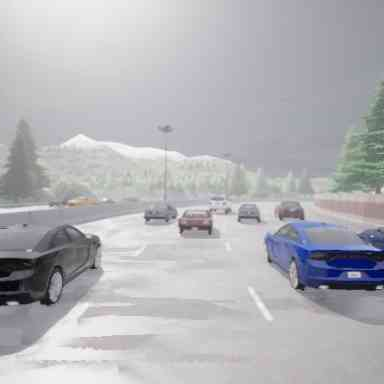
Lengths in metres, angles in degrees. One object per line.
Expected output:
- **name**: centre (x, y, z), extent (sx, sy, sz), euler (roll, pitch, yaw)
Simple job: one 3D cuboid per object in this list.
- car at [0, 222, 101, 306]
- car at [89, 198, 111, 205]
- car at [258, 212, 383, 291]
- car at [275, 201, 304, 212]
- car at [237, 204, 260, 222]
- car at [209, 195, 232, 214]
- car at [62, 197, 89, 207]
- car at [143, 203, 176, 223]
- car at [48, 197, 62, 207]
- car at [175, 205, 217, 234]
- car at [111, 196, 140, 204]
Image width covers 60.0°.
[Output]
- **car**: centre (-3.646, 1.466, 8.066), extent (1.882, 1.535, 5.008), euler (1, 0, 0)
- **car**: centre (-12.568, 1.608, 48.158), extent (1.994, 1.385, 4.181), euler (1, 0, 15)
- **car**: centre (3.353, 1.557, 9.306), extent (1.882, 1.535, 5.008), euler (1, 0, 0)
- **car**: centre (8.692, 1.582, 29.831), extent (2.097, 1.767, 4.553), euler (1, 0, 9)
- **car**: centre (4.877, 1.724, 28.491), extent (2.033, 1.411, 5.357), euler (1, 0, 9)
- **car**: centre (3.356, 1.423, 38.971), extent (2.150, 2.045, 5.566), euler (1, 0, 13)
- **car**: centre (-16.134, 1.477, 48.361), extent (1.882, 1.535, 5.008), euler (1, -1, 15)
- **car**: centre (-2.420, 1.628, 26.857), extent (2.033, 1.411, 5.357), euler (1, 0, 8)
- **car**: centre (-19.401, 1.475, 49.701), extent (1.837, 1.490, 4.892), euler (1, -1, 15)
- **car**: centre (0.356, 1.688, 20.057), extent (1.895, 1.301, 4.718), euler (1, 0, 5)
- **car**: centre (-9.124, 1.432, 47.485), extent (2.097, 1.767, 4.553), euler (1, 0, 15)
